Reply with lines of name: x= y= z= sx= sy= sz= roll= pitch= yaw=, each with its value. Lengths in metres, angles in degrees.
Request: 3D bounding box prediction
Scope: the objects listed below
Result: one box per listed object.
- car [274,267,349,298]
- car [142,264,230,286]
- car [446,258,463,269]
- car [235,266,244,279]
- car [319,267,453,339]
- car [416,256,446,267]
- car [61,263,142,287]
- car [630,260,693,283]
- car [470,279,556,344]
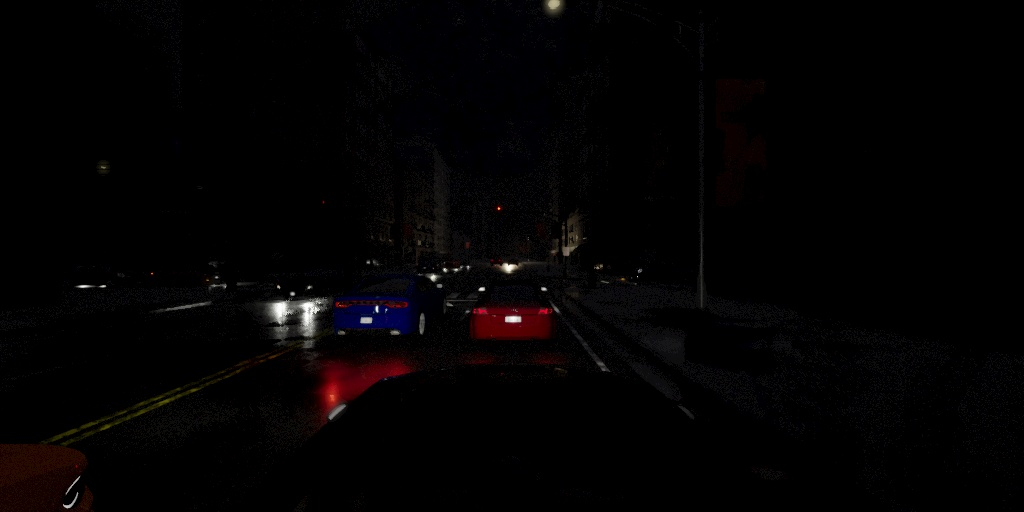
car: x=-9.798 y=1.291 z=18.670 sx=2.033 sy=1.411 sz=5.357 roll=0 pitch=0 yaw=0
car: x=-22.526 y=1.308 z=24.992 sx=4.181 sy=1.385 sz=1.994 roll=0 pitch=0 yaw=1
car: x=-9.658 y=1.097 z=57.603 sx=2.097 sy=1.767 sz=4.553 roll=0 pitch=0 yaw=0
car: x=-25.286 y=1.330 z=30.497 sx=4.313 sy=1.339 sz=1.948 roll=0 pitch=0 yaw=0
car: x=-3.123 y=1.228 z=10.151 sx=1.882 sy=1.535 sz=5.008 roll=0 pitch=0 yaw=0
car: x=-9.715 y=0.969 z=42.650 sx=2.150 sy=2.045 sz=5.566 roll=0 pitch=0 yaw=0
car: x=-25.353 y=1.172 z=22.473 sx=4.097 sy=1.591 sz=1.967 roll=0 pitch=0 yaw=0
car: x=11.629 y=1.140 z=28.037 sx=4.553 sy=1.767 sz=2.097 roll=0 pitch=0 yaw=2
car: x=0.028 y=1.314 z=9.623 sx=1.994 sy=1.385 sz=4.181 roll=0 pitch=0 yaw=0
